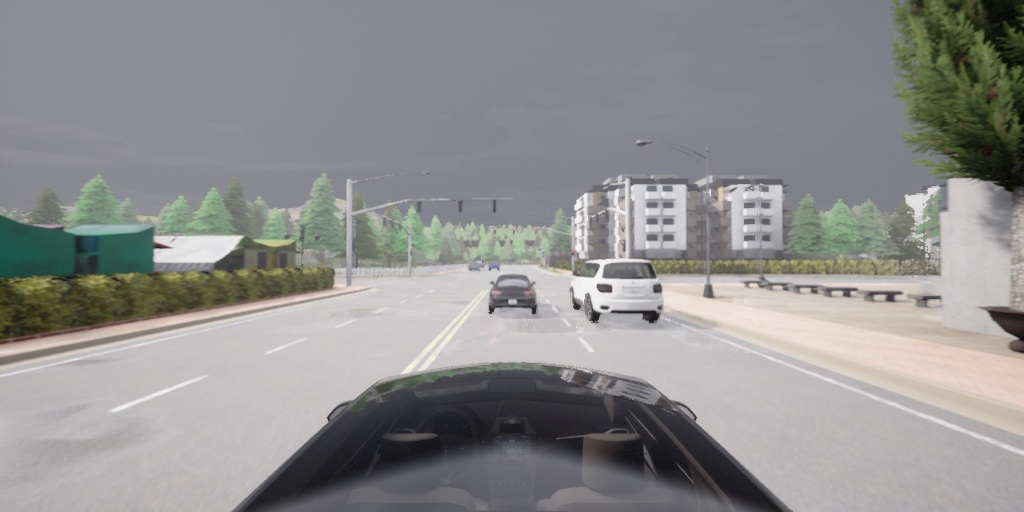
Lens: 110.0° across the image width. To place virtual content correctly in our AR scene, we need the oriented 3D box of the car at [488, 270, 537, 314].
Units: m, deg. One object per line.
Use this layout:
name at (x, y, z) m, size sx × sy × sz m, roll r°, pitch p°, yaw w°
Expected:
car at (0.047, 1.458, 14.749) m, size 1.812 × 1.442 × 4.674 m, roll 0°, pitch -1°, yaw 1°

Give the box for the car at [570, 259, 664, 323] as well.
car at (3.527, 1.131, 13.014) m, size 2.150 × 2.045 × 5.566 m, roll 0°, pitch -1°, yaw 0°
